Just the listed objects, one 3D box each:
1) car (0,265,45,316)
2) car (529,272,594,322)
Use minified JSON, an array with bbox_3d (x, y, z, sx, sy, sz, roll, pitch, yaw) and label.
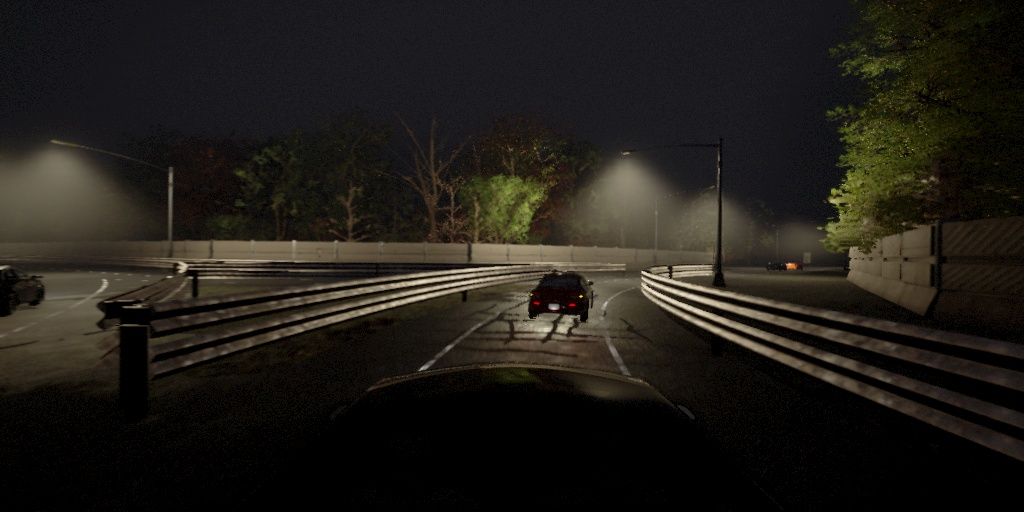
[{"bbox_3d":[-16.671,1.039,11.252,2.128,1.511,4.902,1,0,-42],"label":"car"},{"bbox_3d":[1.811,1.285,12.468,1.812,1.442,4.674,0,0,15],"label":"car"}]
